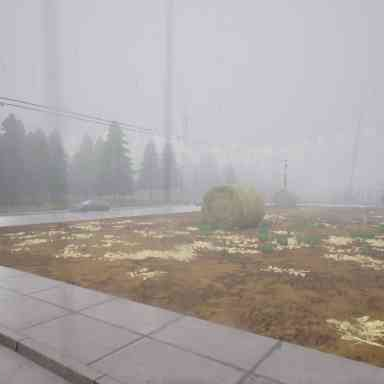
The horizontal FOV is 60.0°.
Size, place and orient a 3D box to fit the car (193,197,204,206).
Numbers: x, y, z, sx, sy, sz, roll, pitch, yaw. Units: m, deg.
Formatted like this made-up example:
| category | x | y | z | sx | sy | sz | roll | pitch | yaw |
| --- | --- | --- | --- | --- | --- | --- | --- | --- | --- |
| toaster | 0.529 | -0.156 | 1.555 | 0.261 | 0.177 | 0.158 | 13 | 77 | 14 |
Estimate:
| category | x | y | z | sx | sy | sz | roll | pitch | yaw |
| --- | --- | --- | --- | --- | --- | --- | --- | --- | --- |
| car | 2.206 | 1.534 | 53.213 | 1.837 | 1.490 | 4.892 | 0 | -1 | 37 |

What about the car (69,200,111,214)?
| category | x | y | z | sx | sy | sz | roll | pitch | yaw |
| --- | --- | --- | --- | --- | --- | --- | --- | --- | --- |
| car | -10.832 | 1.552 | 35.761 | 1.812 | 1.442 | 4.674 | 0 | 0 | 37 |
